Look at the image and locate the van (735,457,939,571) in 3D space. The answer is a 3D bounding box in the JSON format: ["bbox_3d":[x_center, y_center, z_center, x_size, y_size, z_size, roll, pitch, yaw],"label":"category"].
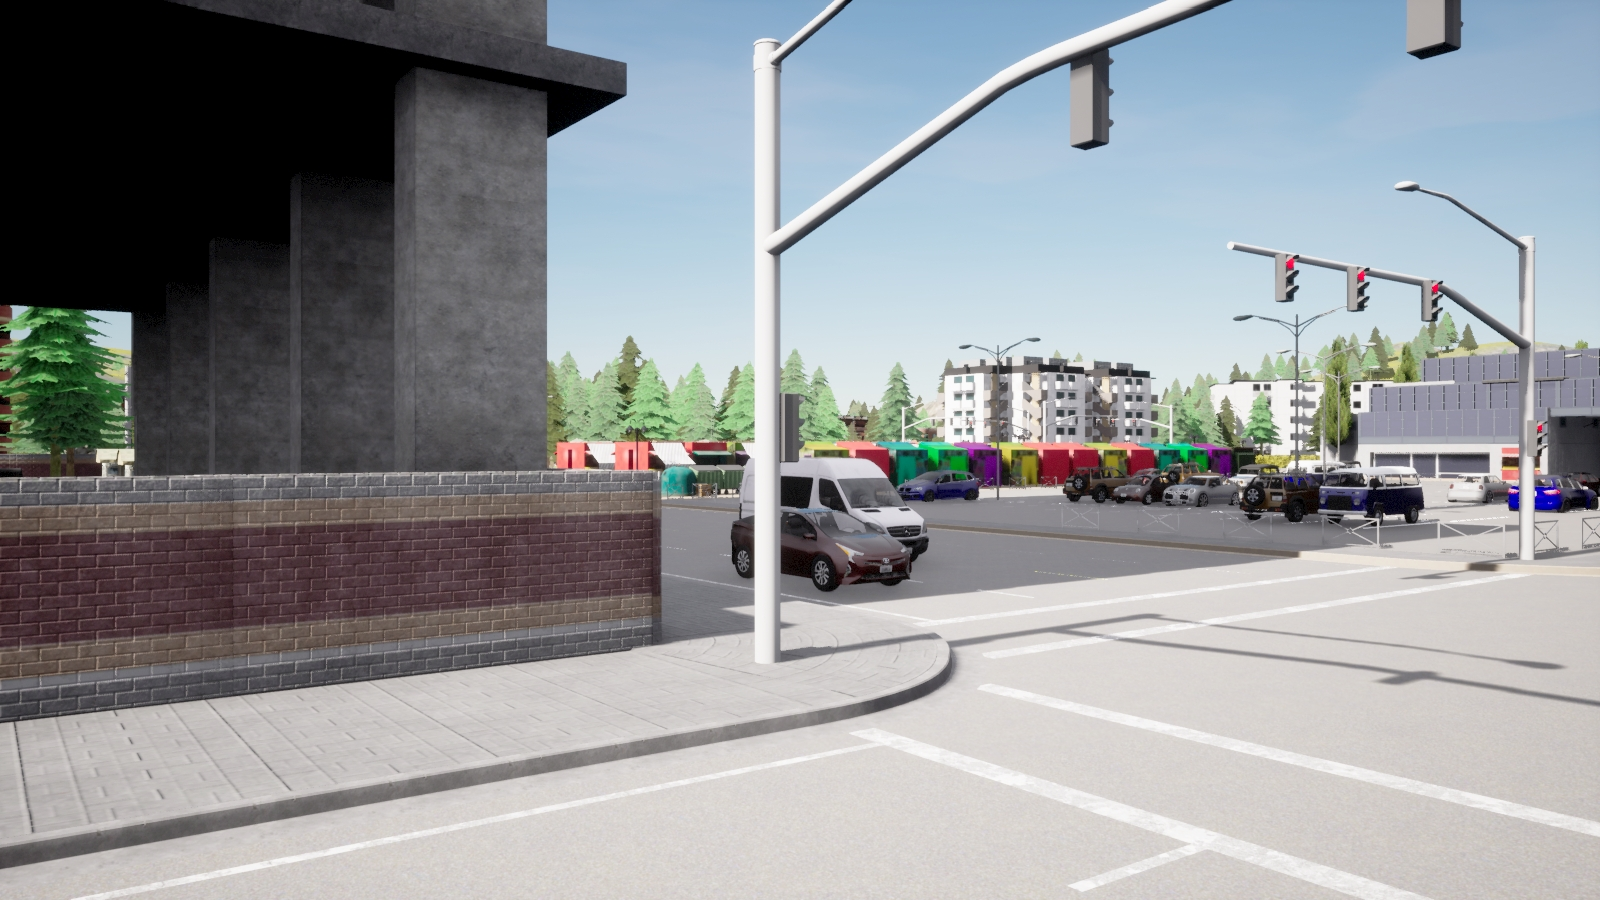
[{"bbox_3d":[0.780,1.479,29.066,1.988,2.561,5.915,0,0,-36],"label":"van"}]

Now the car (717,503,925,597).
[{"bbox_3d":[0.324,1.984,23.786,2.007,1.525,4.514,0,0,-36],"label":"car"}]
